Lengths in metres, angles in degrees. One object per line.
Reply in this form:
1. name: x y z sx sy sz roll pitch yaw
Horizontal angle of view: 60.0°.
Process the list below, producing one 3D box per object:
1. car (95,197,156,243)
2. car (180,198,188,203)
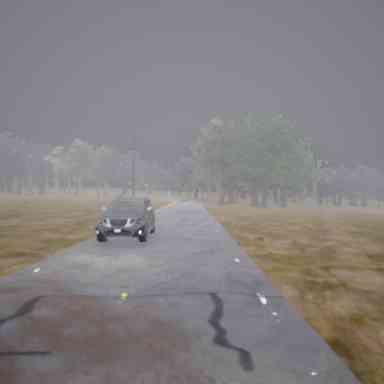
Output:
1. car: -3.098 1.267 16.636 2.150 2.045 5.566 0 0 0
2. car: -2.113 2.115 85.876 1.994 1.385 4.181 0 0 -3
